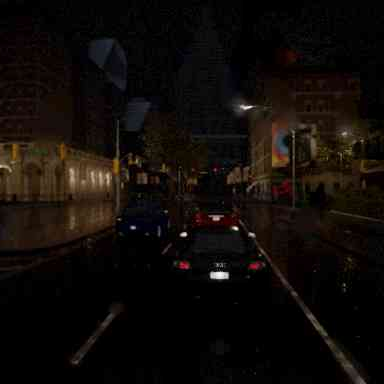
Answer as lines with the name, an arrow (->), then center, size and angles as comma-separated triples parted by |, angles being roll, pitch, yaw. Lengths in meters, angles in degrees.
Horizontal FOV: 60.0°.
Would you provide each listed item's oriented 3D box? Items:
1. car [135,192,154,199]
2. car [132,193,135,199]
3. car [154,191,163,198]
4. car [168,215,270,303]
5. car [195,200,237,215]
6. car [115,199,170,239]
car -> -10.048, 0.854, 70.502 | 1.837, 1.490, 4.892 | 0, 1, 4
car -> -12.768, 0.882, 77.967 | 1.895, 1.301, 4.718 | 0, 1, 4
car -> -8.932, 0.565, 86.000 | 2.097, 1.767, 4.553 | 0, 1, 4
car -> 0.629, 1.487, 8.119 | 1.994, 1.385, 4.181 | 0, 0, 3
car -> 1.226, 1.194, 16.889 | 2.097, 1.767, 4.553 | 0, 1, 4
car -> -2.306, 1.325, 16.536 | 1.882, 1.535, 5.008 | 0, 1, 4
